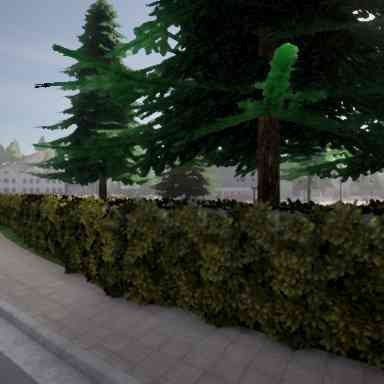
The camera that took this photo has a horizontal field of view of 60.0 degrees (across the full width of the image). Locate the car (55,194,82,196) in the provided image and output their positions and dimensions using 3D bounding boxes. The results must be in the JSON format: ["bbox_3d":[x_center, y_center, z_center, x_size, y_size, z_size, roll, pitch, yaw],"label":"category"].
[{"bbox_3d":[-23.825,1.295,64.084,3.633,1.501,1.845,0,0,-36],"label":"car"}]

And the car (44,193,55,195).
[{"bbox_3d":[-29.604,1.270,72.236,4.514,1.523,2.007,0,0,-36],"label":"car"}]

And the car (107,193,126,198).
[{"bbox_3d":[-20.307,1.123,90.342,5.027,1.636,2.152,0,0,-36],"label":"car"}]

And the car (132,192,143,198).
[{"bbox_3d":[-10.838,1.074,77.812,4.605,1.855,1.932,0,0,-36],"label":"car"}]

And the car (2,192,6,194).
[{"bbox_3d":[-44.584,1.041,80.878,3.866,1.878,1.905,0,0,-36],"label":"car"}]

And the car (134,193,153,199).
[{"bbox_3d":[-7.908,1.366,60.724,3.806,1.475,1.970,0,0,-36],"label":"car"}]

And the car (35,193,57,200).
[{"bbox_3d":[-36.272,1.064,82.782,4.605,1.855,1.932,0,0,-36],"label":"car"}]
